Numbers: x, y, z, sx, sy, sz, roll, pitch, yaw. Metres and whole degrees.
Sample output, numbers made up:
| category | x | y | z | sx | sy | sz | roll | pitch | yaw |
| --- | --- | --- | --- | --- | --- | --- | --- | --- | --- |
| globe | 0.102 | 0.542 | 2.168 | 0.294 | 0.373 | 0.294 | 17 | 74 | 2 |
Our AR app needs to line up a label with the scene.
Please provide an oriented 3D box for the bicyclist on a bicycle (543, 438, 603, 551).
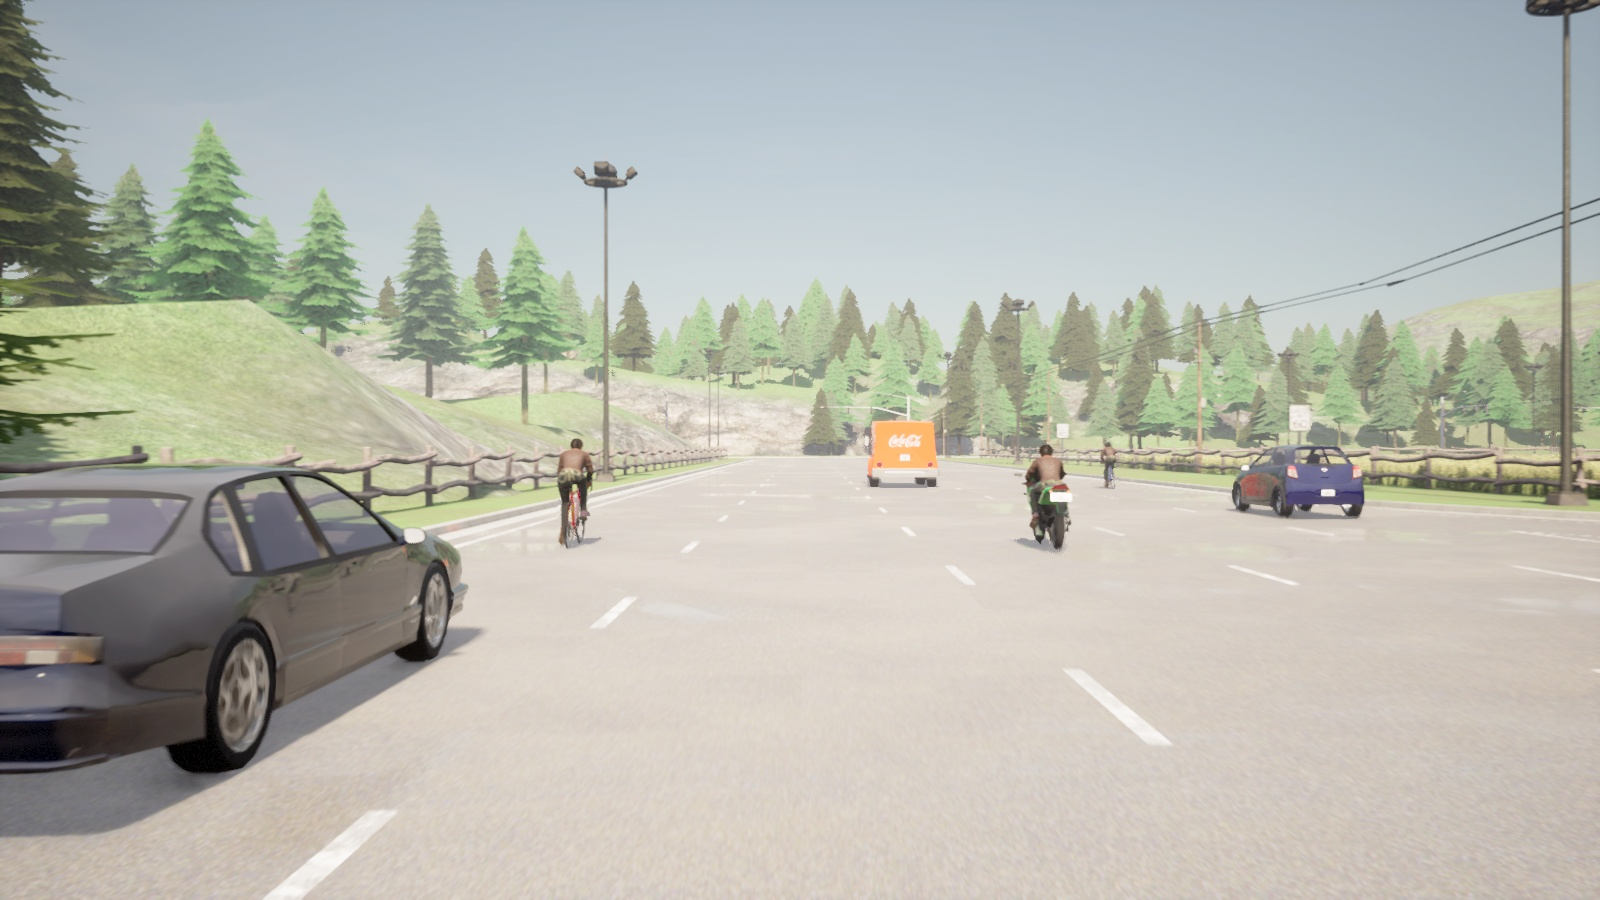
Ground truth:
| category | x | y | z | sx | sy | sz | roll | pitch | yaw |
| --- | --- | --- | --- | --- | --- | --- | --- | --- | --- |
| bicyclist on a bicycle | -3.377 | 0.640 | 18.771 | 0.582 | 1.620 | 1.656 | 0 | 0 | 0 |

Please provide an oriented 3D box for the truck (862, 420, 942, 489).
| category | x | y | z | sx | sy | sz | roll | pitch | yaw |
| --- | --- | --- | --- | --- | --- | --- | --- | --- | --- |
| truck | 3.788 | 0.130 | 47.616 | 2.627 | 2.467 | 5.204 | 0 | 1 | 0 |

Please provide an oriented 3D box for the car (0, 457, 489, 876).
| category | x | y | z | sx | sy | sz | roll | pitch | yaw |
| --- | --- | --- | --- | --- | --- | --- | --- | --- | --- |
| car | -3.444 | 0.770 | 7.063 | 2.033 | 1.411 | 5.357 | 0 | 0 | 0 |

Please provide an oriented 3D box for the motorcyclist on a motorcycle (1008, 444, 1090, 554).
| category | x | y | z | sx | sy | sz | roll | pitch | yaw |
| --- | --- | --- | --- | --- | --- | --- | --- | --- | --- |
| motorcyclist on a motorcycle | 3.621 | 0.676 | 18.432 | 0.797 | 1.523 | 2.044 | 0 | 0 | 0 |

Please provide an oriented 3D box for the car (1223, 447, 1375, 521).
| category | x | y | z | sx | sy | sz | roll | pitch | yaw |
| --- | --- | --- | --- | --- | --- | --- | --- | --- | --- |
| car | 10.671 | 0.686 | 27.138 | 1.845 | 1.501 | 3.633 | 0 | 0 | 0 |
